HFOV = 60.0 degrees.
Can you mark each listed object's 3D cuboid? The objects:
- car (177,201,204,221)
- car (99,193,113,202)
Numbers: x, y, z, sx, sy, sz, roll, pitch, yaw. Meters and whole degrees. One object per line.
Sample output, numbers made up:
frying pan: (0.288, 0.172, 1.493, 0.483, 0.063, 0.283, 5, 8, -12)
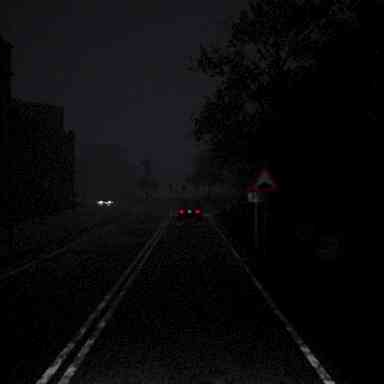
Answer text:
car: (-0.104, 1.382, 25.535, 2.033, 1.411, 5.357, 0, 1, 2)
car: (-14.063, 0.844, 54.327, 1.994, 1.385, 4.181, 0, 1, -15)
